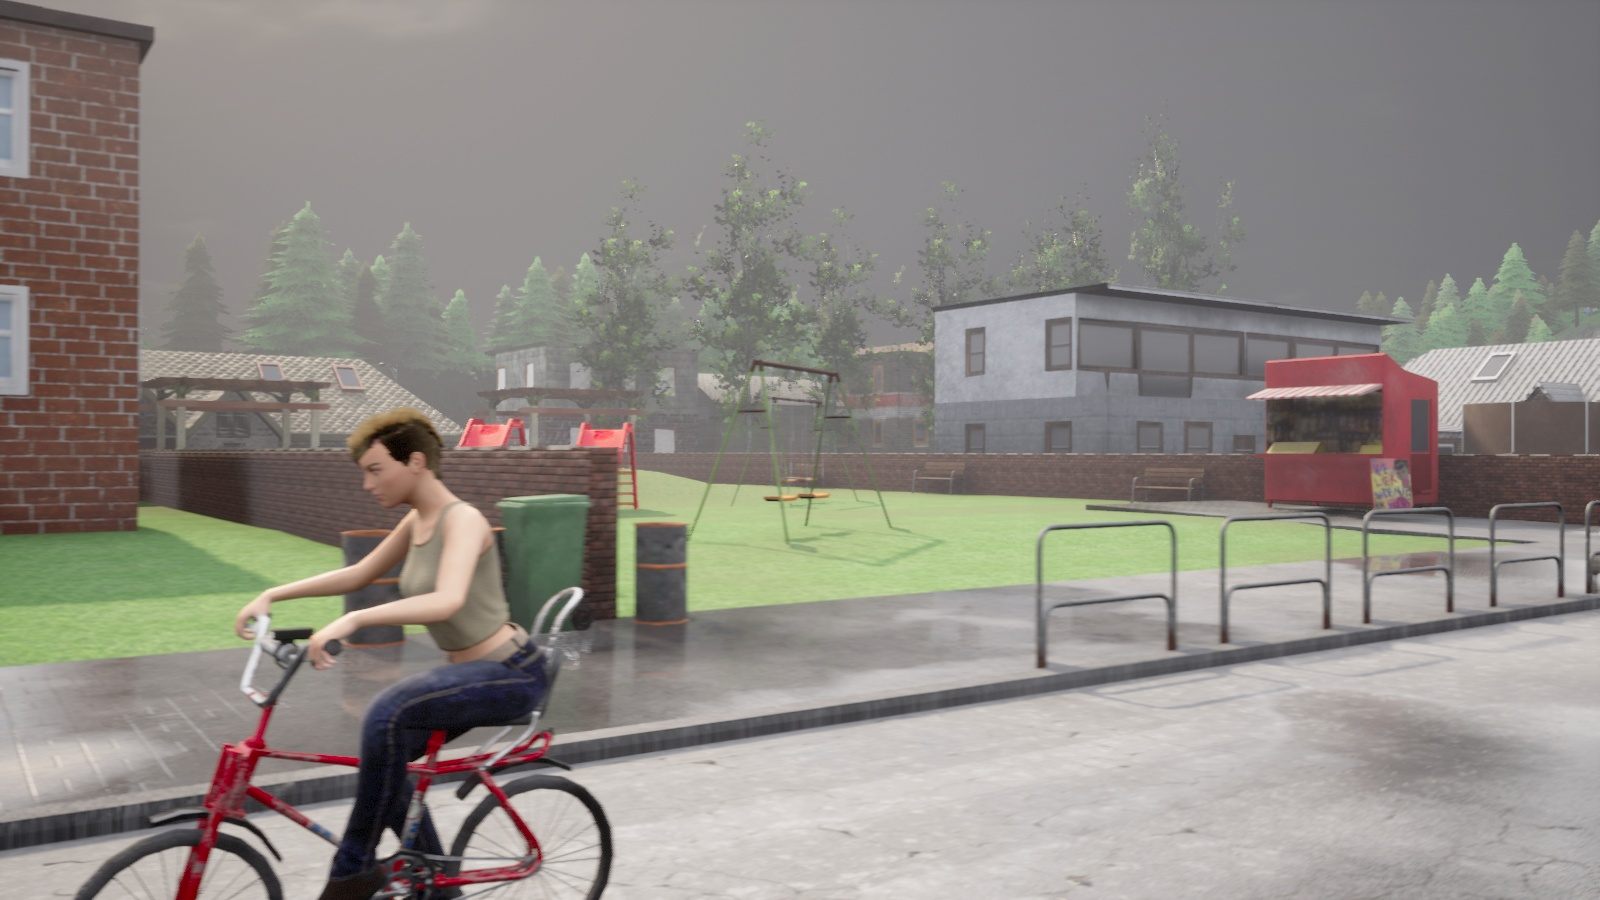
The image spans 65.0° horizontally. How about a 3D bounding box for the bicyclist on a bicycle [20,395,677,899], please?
[{"bbox_3d":[-1.212,0.692,3.425,1.509,1.612,0.866,0,0,-35],"label":"bicyclist on a bicycle"}]
